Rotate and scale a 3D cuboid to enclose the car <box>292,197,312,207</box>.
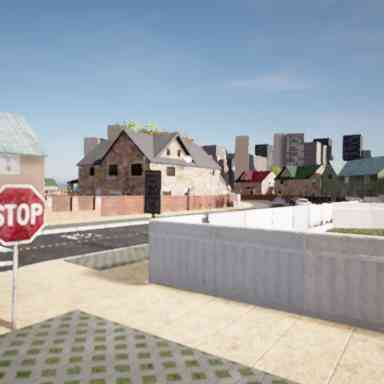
[{"bbox_3d":[13.642,1.565,40.888,1.812,1.442,4.674,1,1,20],"label":"car"}]

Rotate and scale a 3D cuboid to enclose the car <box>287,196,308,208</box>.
[{"bbox_3d":[16.205,1.503,51.256,2.128,1.511,4.902,1,0,7],"label":"car"}]

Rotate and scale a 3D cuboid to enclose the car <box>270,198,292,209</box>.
[{"bbox_3d":[11.218,1.518,42.508,2.033,1.411,5.357,1,0,20],"label":"car"}]
